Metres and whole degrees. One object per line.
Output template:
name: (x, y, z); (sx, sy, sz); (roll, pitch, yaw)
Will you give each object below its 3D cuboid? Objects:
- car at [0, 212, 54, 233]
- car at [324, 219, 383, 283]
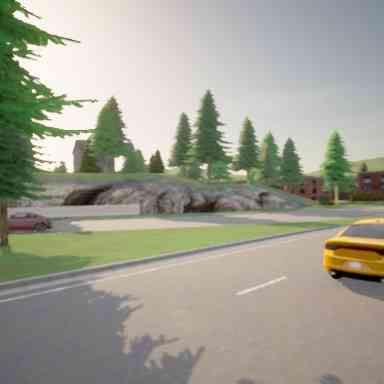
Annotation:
car: (-11.431, 2.011, 22.097); (4.181, 1.385, 1.994); (-1, -1, -16)
car: (5.461, 1.482, 9.236); (5.008, 1.535, 1.882); (0, -1, -44)
